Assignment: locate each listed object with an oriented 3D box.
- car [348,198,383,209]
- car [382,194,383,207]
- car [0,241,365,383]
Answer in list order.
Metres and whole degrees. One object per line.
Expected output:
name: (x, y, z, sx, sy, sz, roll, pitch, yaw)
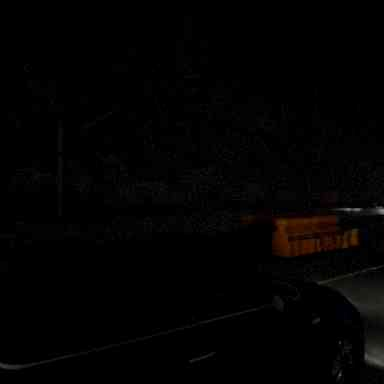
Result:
car: (24.482, 1.592, 47.440, 5.357, 1.411, 2.033, 0, 0, -36)
car: (32.952, 1.266, 53.451, 5.566, 2.045, 2.150, 0, 0, -36)
car: (-0.049, 1.362, 3.730, 4.553, 1.767, 2.097, 0, 0, -36)
